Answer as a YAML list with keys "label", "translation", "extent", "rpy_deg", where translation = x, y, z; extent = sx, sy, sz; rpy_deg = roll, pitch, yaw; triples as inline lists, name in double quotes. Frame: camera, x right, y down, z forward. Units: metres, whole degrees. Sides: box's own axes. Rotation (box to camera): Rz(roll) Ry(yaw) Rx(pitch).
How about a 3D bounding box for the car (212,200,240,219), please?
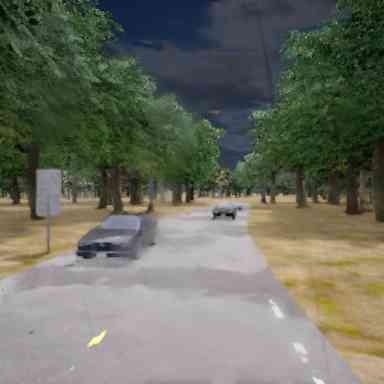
- label: "car"
  translation: [2.945, 1.642, 29.311]
  extent: [1.895, 1.301, 4.718]
  rpy_deg: [1, 0, 10]

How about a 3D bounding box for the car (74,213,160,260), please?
- label: "car"
  translation: [-2.485, 1.520, 12.605]
  extent: [2.033, 1.411, 5.357]
  rpy_deg: [0, 0, 5]

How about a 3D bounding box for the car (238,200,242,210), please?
- label: "car"
  translation: [5.714, 1.735, 44.586]
  extent: [1.895, 1.301, 4.718]
  rpy_deg: [1, 0, 11]
